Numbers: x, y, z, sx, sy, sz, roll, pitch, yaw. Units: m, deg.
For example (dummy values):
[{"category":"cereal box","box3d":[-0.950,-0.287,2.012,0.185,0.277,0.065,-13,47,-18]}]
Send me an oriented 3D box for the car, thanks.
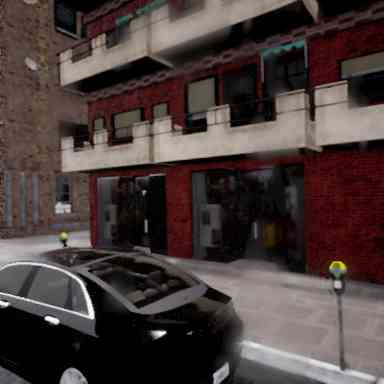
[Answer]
[{"category":"car","box3d":[-1.692,1.540,4.635,4.892,1.490,1.837,-1,0,35]}]
